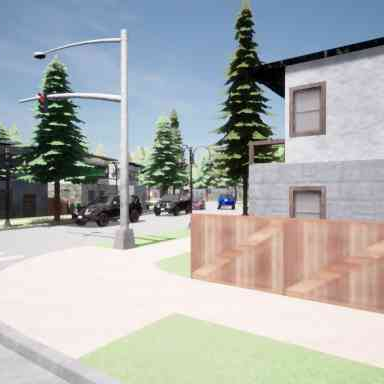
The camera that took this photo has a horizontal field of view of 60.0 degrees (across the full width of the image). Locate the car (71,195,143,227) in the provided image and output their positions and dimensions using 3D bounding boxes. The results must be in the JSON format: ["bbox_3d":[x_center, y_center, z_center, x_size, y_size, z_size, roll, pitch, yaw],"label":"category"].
[{"bbox_3d":[-5.684,1.202,23.106,2.150,2.045,5.566,0,0,27],"label":"car"}]

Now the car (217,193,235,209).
[{"bbox_3d":[4.633,1.202,45.249,2.150,2.045,5.566,0,0,6],"label":"car"}]

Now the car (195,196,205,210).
[{"bbox_3d":[0.448,1.333,42.087,2.097,1.767,4.553,0,0,9],"label":"car"}]

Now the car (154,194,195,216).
[{"bbox_3d":[-1.800,1.202,32.486,2.150,2.045,5.566,0,0,18],"label":"car"}]
